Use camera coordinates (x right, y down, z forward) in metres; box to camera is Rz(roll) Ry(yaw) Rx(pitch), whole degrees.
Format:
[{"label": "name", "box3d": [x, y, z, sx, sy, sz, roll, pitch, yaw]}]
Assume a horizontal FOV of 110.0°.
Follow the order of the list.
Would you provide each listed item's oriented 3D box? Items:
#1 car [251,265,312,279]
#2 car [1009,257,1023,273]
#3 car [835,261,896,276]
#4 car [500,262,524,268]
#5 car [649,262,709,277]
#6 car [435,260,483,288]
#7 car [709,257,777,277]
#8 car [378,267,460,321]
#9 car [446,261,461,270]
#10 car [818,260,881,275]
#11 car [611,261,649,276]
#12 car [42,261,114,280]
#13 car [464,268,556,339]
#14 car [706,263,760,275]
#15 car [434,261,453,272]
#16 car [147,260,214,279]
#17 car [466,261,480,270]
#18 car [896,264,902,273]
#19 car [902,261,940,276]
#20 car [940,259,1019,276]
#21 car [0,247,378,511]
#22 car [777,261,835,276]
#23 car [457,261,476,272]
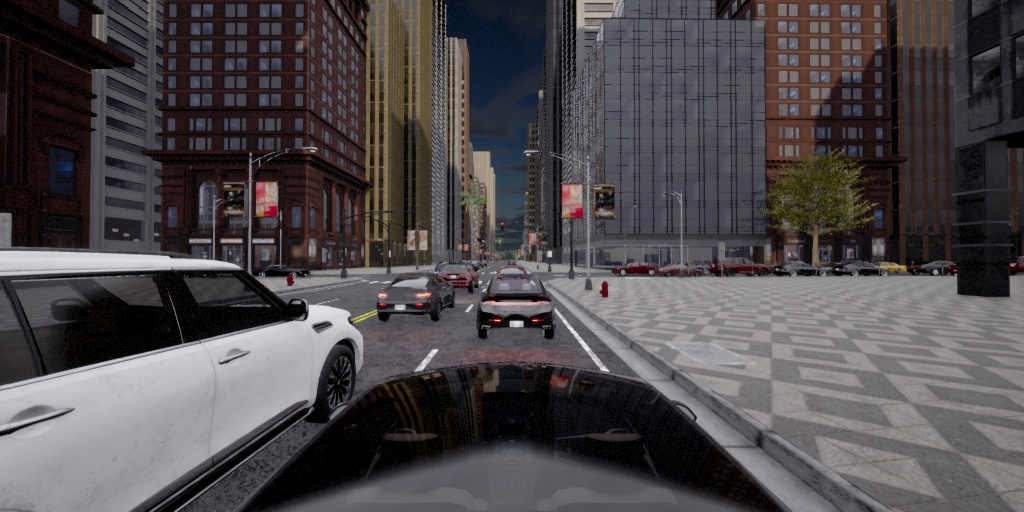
[{"label": "car", "box3d": [-22.414, 1.527, 34.978, 4.718, 1.301, 1.895, 0, -1, -3]}, {"label": "car", "box3d": [49.130, 0.974, 33.505, 5.009, 1.841, 2.192, 0, 0, -1]}, {"label": "car", "box3d": [32.215, 1.260, 33.235, 4.313, 1.339, 1.948, 0, 0, -1]}, {"label": "car", "box3d": [-0.008, 1.260, 19.603, 1.882, 1.535, 5.008, 0, 0, 0]}, {"label": "car", "box3d": [15.303, 1.328, 32.966, 4.207, 1.307, 1.802, 0, 0, -1]}, {"label": "car", "box3d": [-3.157, 1.142, 21.394, 2.097, 1.767, 4.553, 0, 0, 0]}, {"label": "car", "box3d": [20.941, 1.041, 33.056, 5.009, 1.841, 2.192, 0, 0, -1]}, {"label": "car", "box3d": [-3.155, 1.288, 12.414, 1.812, 1.442, 4.674, 0, 0, 0]}, {"label": "car", "box3d": [-9.852, 1.558, 60.873, 1.812, 1.442, 4.674, 0, 0, 0]}, {"label": "car", "box3d": [36.657, 1.245, 39.064, 4.902, 1.511, 2.128, 0, -1, -1]}, {"label": "car", "box3d": [13.251, 1.299, 38.719, 5.008, 1.535, 1.882, 0, -1, -2]}, {"label": "car", "box3d": [-42.285, 1.369, 35.004, 4.553, 1.767, 2.097, 0, -1, 1]}, {"label": "car", "box3d": [0.095, 1.249, 10.103, 2.128, 1.511, 4.902, 0, 0, 0]}, {"label": "car", "box3d": [23.883, 1.388, 38.875, 4.718, 1.301, 1.895, 0, -1, -1]}, {"label": "car", "box3d": [-9.859, 1.496, 51.950, 1.812, 1.442, 4.674, 0, 0, 0]}, {"label": "car", "box3d": [-32.232, 1.323, 34.986, 4.553, 1.767, 2.097, 0, -1, 0]}, {"label": "car", "box3d": [-6.602, 1.561, 61.326, 1.812, 1.442, 4.674, 0, 0, 0]}, {"label": "car", "box3d": [43.191, 1.296, 41.936, 4.829, 1.417, 1.751, 0, 0, -1]}, {"label": "car", "box3d": [42.839, 1.207, 36.031, 4.892, 1.490, 1.837, 0, -1, -1]}, {"label": "car", "box3d": [43.491, 1.214, 33.416, 4.507, 1.381, 1.888, 0, 0, -1]}, {"label": "car", "box3d": [-3.155, 0.972, 2.635, 2.150, 2.045, 5.566, 0, 0, 0]}, {"label": "car", "box3d": [26.578, 1.276, 33.145, 4.313, 1.339, 1.948, 0, 0, -1]}, {"label": "car", "box3d": [-6.619, 1.463, 52.227, 2.128, 1.511, 4.902, 0, 0, 0]}]
